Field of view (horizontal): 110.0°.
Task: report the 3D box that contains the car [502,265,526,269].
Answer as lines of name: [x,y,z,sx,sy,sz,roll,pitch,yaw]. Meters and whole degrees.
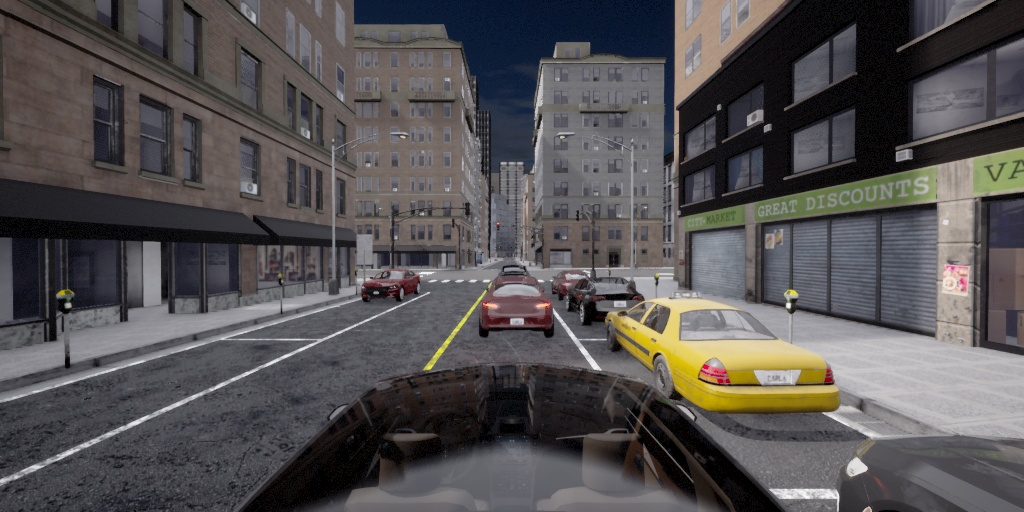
car: [0.116,1.248,20.446,1.837,1.490,4.892,0,0,0]

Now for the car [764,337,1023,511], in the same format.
car: [2.872,1.301,0.431,2.007,1.370,4.403,0,0,0]

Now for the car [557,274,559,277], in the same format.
car: [2.889,1.327,17.189,1.802,1.307,4.207,0,0,0]

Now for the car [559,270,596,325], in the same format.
car: [2.884,1.313,11.603,1.948,1.339,4.313,0,0,0]

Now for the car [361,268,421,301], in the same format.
car: [-5.656,1.290,17.195,1.888,1.381,4.507,0,0,0]

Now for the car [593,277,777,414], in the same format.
car: [2.878,1.274,6.187,1.751,1.417,4.829,0,0,0]

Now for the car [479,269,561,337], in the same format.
car: [0.102,1.273,10.167,1.812,1.442,4.674,0,0,0]
